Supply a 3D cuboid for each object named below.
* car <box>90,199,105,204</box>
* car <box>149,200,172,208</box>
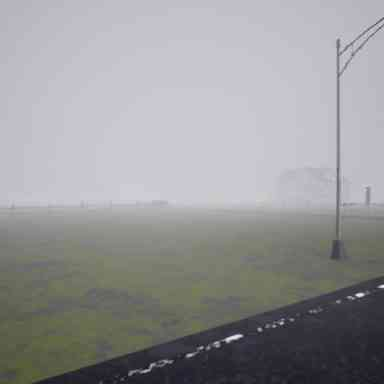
[{"bbox_3d":[-25.508,2.635,91.210,1.994,1.385,4.181,1,-2,-36],"label":"car"},{"bbox_3d":[-5.658,2.089,59.301,2.033,1.411,5.357,1,-2,-36],"label":"car"}]
